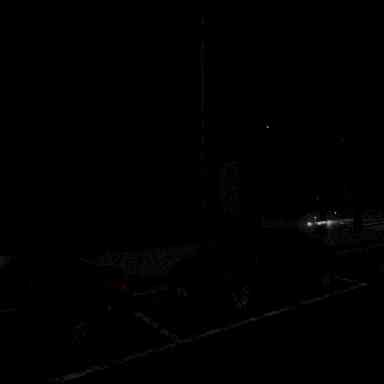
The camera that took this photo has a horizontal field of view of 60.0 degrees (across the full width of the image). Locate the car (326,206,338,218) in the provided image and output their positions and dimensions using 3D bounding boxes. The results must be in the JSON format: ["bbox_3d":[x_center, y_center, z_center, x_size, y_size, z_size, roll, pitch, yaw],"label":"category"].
[{"bbox_3d":[10.291,1.480,29.145,1.837,1.490,4.892,0,0,-36],"label":"car"}]

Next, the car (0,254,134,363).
[{"bbox_3d":[-2.855,1.582,4.498,4.206,1.307,1.802,0,0,-35],"label":"car"}]

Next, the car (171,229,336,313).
[{"bbox_3d":[1.583,1.566,7.663,4.313,1.339,1.947,0,0,-35],"label":"car"}]

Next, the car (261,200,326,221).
[{"bbox_3d":[7.709,1.532,27.169,2.033,1.411,5.357,0,0,-36],"label":"car"}]
